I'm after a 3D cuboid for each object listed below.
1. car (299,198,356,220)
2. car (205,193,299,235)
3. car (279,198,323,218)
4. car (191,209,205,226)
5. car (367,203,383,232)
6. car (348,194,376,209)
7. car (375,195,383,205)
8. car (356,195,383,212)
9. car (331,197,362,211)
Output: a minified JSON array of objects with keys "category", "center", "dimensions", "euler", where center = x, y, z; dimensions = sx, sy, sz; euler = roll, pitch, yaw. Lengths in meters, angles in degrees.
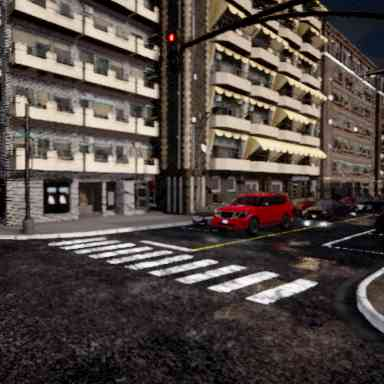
[{"category":"car","center":[10.668,1.350,26.006],"dimensions":[2.033,1.411,5.357],"euler":[1,1,44]},{"category":"car","center":[3.512,1.087,18.429],"dimensions":[2.150,2.045,5.566],"euler":[1,1,43]},{"category":"car","center":[9.394,1.293,28.437],"dimensions":[1.887,1.381,4.507],"euler":[1,1,43]},{"category":"car","center":[1.796,1.366,20.391],"dimensions":[2.008,1.369,4.403],"euler":[1,1,43]},{"category":"car","center":[11.683,1.505,18.658],"dimensions":[1.947,1.339,4.313],"euler":[1,1,43]},{"category":"car","center":[20.789,1.087,40.507],"dimensions":[1.967,1.590,4.097],"euler":[1,1,43]},{"category":"car","center":[28.386,1.160,48.556],"dimensions":[1.802,1.307,4.206],"euler":[1,1,43]},{"category":"car","center":[17.754,1.231,33.493],"dimensions":[2.128,1.511,4.902],"euler":[1,1,44]},{"category":"car","center":[16.991,1.263,36.486],"dimensions":[1.802,1.307,4.206],"euler":[1,1,43]}]
